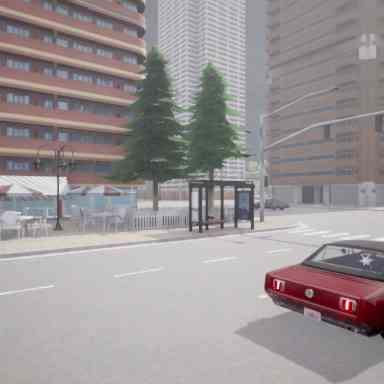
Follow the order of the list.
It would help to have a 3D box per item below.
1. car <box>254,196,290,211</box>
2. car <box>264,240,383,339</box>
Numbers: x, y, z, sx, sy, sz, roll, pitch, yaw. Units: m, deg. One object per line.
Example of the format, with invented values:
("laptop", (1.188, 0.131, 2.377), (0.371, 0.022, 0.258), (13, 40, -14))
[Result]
("car", (9.972, 1.603, 42.740), (2.033, 1.411, 5.357), (0, 0, -36))
("car", (3.663, 1.601, 6.421), (4.718, 1.301, 1.895), (0, 0, -36))
